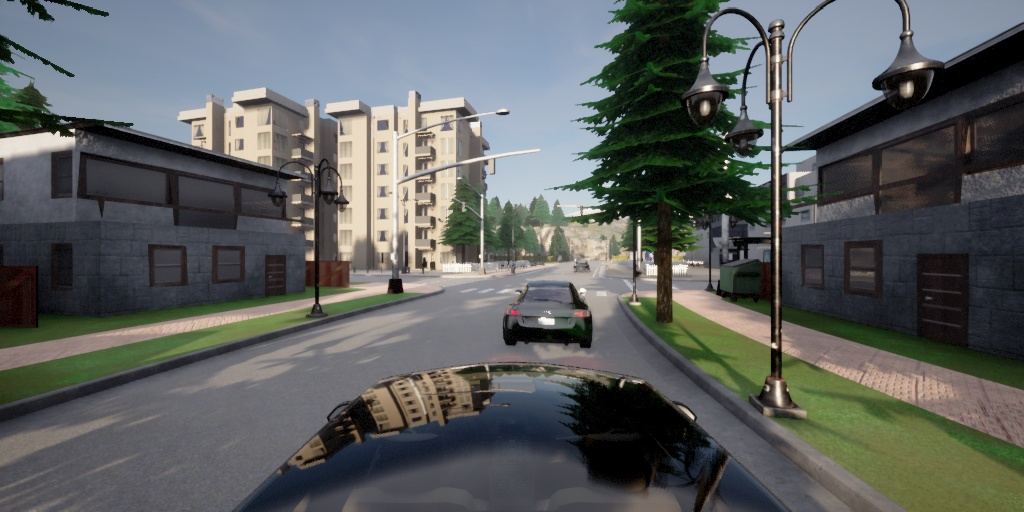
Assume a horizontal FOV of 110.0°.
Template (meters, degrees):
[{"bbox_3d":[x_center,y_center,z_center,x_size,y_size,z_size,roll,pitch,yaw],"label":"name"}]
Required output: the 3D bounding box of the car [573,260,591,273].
[{"bbox_3d":[8.746,1.276,44.880,2.128,1.511,4.902,0,0,14],"label":"car"}]

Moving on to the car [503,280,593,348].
[{"bbox_3d":[0.997,1.314,9.335,1.994,1.385,4.181,0,0,8],"label":"car"}]
